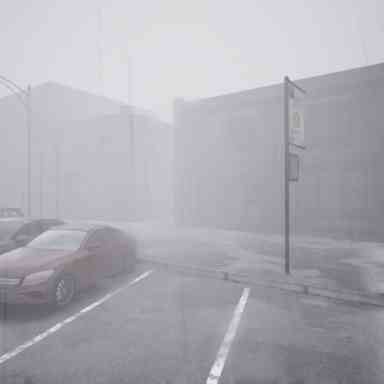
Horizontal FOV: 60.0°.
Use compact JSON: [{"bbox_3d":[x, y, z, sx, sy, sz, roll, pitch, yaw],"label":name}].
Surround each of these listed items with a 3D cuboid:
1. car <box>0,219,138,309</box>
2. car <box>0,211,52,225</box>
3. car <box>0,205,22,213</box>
[{"bbox_3d":[-2.882,1.527,8.148,2.002,1.452,4.674,1,-1,16],"label":"car"},{"bbox_3d":[-5.332,1.517,9.866,2.163,1.488,4.792,1,-1,16],"label":"car"},{"bbox_3d":[-7.752,1.366,11.674,2.185,1.767,4.553,1,-1,16],"label":"car"}]
